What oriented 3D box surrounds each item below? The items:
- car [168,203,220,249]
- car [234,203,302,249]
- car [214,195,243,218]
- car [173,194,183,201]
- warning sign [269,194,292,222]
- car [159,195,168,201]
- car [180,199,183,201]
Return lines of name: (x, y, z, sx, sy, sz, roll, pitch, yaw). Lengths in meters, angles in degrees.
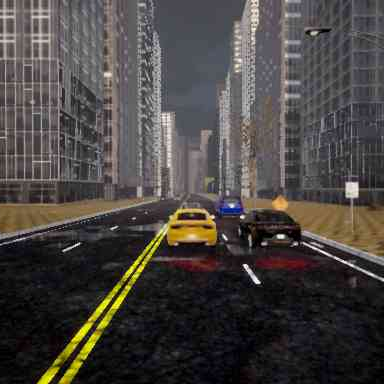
car: (0.000, 1.481, 14.652, 1.882, 1.535, 5.008, 0, 0, 0)
car: (3.251, 1.481, 14.652, 1.882, 1.535, 5.008, 0, 0, 0)
car: (3.250, 1.249, 29.682, 2.150, 2.045, 5.566, 0, 0, 0)
car: (-3.249, 1.228, 75.920, 2.097, 1.767, 4.553, 0, 0, 0)
warning sign: (6.115, 1.108, 23.010, 1.300, 1.860, 1.060, 1, 1, 0)
car: (-6.499, 1.373, 75.890, 1.837, 1.490, 4.892, 0, 0, 0)
car: (0.000, 1.608, 29.684, 1.895, 1.301, 4.718, 0, 0, 0)
